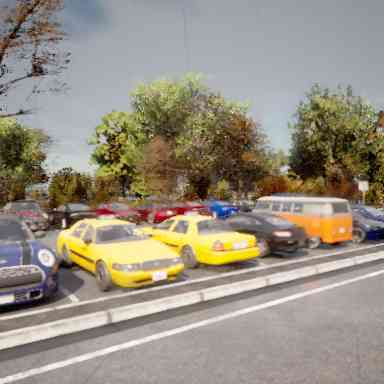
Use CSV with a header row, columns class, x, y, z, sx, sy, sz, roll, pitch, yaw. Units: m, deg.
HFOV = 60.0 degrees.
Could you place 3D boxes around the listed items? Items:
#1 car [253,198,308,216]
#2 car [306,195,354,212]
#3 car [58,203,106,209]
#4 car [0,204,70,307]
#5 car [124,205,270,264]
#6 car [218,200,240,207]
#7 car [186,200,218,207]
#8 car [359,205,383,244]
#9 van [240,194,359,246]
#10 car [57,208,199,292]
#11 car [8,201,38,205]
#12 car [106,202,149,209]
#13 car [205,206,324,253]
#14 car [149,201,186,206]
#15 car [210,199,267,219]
class,x,y,z,sx,sy,sz,roll,pitch,yaw
car,8.594,1.410,32.756,2.231,1.521,4.892,0,0,-36
car,15.519,1.250,37.649,2.185,1.767,4.553,1,0,-36
car,-7.548,1.446,21.135,2.097,1.535,5.008,0,0,-36
car,-4.666,1.330,7.774,2.185,1.767,4.553,0,0,-36
car,-0.166,1.443,11.198,1.946,1.575,5.366,0,0,-36
car,1.724,1.426,27.800,2.097,1.535,5.008,0,0,-36
car,-0.569,1.431,26.152,2.097,1.535,5.008,0,0,-36
car,6.843,1.461,15.971,2.163,1.488,4.792,0,0,-36
van,4.463,1.211,14.440,1.878,1.987,4.442,0,0,-36
car,-2.244,1.448,9.247,1.946,1.575,5.366,0,0,-36
car,-9.862,1.325,19.516,2.185,1.767,4.553,0,0,-36
car,-5.261,1.441,22.791,2.097,1.535,5.008,0,0,-36
car,2.238,1.481,12.694,2.002,1.452,4.674,0,0,-36
car,-2.882,1.466,24.531,2.163,1.488,4.792,0,0,-36
car,4.017,1.422,29.449,2.231,1.521,4.892,0,0,-36
